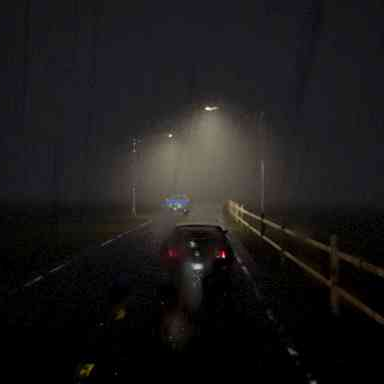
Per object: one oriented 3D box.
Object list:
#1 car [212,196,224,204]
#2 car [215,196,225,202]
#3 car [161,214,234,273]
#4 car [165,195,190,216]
[{"bbox_3d":[5.319,1.727,71.292,2.033,1.411,5.357,0,0,8],"label":"car"},{"bbox_3d":[6.863,1.705,81.558,2.128,1.511,4.902,0,0,9],"label":"car"},{"bbox_3d":[0.206,1.618,10.702,1.895,1.301,4.718,0,0,2],"label":"car"},{"bbox_3d":[-1.391,1.284,34.077,2.150,2.045,5.566,0,0,4],"label":"car"}]
